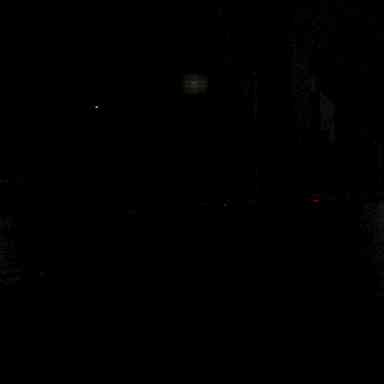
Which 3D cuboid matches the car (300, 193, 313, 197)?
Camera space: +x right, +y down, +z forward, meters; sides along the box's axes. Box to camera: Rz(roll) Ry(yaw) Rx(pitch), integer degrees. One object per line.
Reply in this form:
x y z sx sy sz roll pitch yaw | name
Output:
19.904 1.418 59.488 1.887 1.381 4.507 0 0 35 | car

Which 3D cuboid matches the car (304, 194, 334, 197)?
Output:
17.411 1.338 45.444 2.128 1.511 4.902 -1 0 35 | car

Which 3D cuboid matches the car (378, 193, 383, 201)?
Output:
42.973 1.359 77.788 1.802 1.307 4.206 -1 0 35 | car

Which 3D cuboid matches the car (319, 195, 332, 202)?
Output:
29.547 1.429 73.388 1.802 1.307 4.206 0 0 35 | car

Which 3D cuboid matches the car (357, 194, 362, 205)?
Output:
23.691 1.379 49.988 1.947 1.339 4.313 0 0 35 | car

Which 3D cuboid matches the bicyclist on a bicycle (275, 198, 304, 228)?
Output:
5.357 1.178 18.359 1.656 1.620 0.582 -1 0 35 | bicyclist on a bicycle

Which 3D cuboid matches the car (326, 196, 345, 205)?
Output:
23.273 1.355 53.898 1.812 1.442 4.674 -1 0 35 | car

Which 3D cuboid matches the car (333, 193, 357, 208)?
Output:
20.476 1.138 45.356 2.192 1.841 5.009 0 0 35 | car

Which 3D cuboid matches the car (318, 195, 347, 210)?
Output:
17.263 1.378 40.722 1.887 1.381 4.507 0 0 35 | car

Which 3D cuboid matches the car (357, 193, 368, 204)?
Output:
26.903 1.119 54.622 2.192 1.841 5.009 0 0 35 | car

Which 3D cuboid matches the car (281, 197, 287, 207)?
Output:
13.476 1.458 50.220 1.947 1.339 4.313 0 0 35 | car

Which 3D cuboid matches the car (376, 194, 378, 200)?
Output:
36.642 1.303 68.661 1.752 1.417 4.829 -1 0 35 | car

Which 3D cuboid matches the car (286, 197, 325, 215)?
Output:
10.836 1.425 31.455 1.947 1.339 4.313 0 0 35 | car

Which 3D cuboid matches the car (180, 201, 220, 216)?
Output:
0.620 1.527 31.684 1.802 1.307 4.206 0 0 35 | car

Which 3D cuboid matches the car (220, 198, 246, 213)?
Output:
3.833 1.369 36.317 1.967 1.590 4.097 0 0 35 | car

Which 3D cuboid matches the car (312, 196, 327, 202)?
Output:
26.334 1.420 68.756 1.947 1.339 4.313 0 0 35 | car

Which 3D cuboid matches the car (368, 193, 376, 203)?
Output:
33.331 1.100 63.890 2.192 1.841 5.009 0 0 35 | car

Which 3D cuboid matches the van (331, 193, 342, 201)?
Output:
35.973 1.188 82.658 1.690 1.788 3.998 -1 0 35 | van

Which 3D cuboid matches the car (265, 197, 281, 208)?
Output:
10.165 1.429 45.445 1.752 1.417 4.829 0 0 35 | car

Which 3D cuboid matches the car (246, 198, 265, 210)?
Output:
7.048 1.497 40.952 1.802 1.307 4.206 0 0 35 | car
